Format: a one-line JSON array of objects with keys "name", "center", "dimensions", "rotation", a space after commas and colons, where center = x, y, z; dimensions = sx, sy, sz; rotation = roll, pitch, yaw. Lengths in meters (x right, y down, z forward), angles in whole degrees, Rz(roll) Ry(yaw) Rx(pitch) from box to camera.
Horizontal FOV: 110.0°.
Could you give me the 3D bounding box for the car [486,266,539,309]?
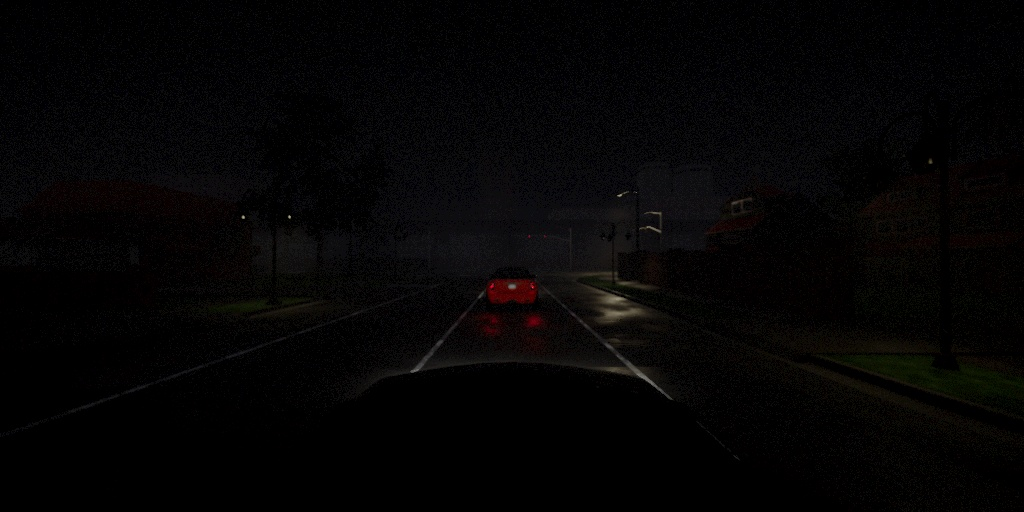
[{"name": "car", "center": [0.009, 1.234, 15.937], "dimensions": [2.097, 1.767, 4.553], "rotation": [0, -1, 0]}]
